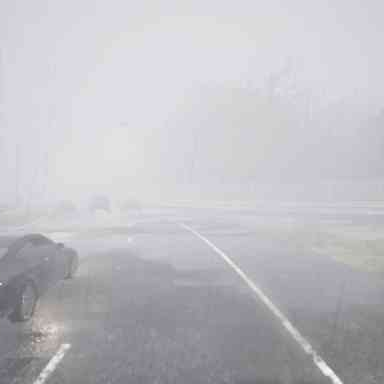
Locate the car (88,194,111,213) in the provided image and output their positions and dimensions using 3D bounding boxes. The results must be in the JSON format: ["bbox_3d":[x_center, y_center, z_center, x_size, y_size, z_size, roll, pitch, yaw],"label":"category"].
[{"bbox_3d":[-10.678,1.295,38.258,2.150,2.045,5.566,0,0,-20],"label":"car"}]

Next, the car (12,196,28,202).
[{"bbox_3d":[-40.471,1.681,76.998,4.718,1.301,1.895,0,0,41],"label":"car"}]

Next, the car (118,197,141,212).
[{"bbox_3d":[-7.575,1.402,39.930,2.097,1.767,4.553,0,0,-21],"label":"car"}]

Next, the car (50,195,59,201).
[{"bbox_3d":[-33.708,1.564,81.911,1.812,1.442,4.674,0,0,-34],"label":"car"}]

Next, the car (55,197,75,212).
[{"bbox_3d":[-15.036,1.664,39.772,1.994,1.385,4.181,0,0,-22],"label":"car"}]

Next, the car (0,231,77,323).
[{"bbox_3d":[-3.856,1.551,7.031,1.812,1.442,4.674,0,0,-4],"label":"car"}]

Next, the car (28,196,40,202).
[{"bbox_3d":[-38.033,1.593,79.511,4.674,1.442,1.812,0,0,41],"label":"car"}]
